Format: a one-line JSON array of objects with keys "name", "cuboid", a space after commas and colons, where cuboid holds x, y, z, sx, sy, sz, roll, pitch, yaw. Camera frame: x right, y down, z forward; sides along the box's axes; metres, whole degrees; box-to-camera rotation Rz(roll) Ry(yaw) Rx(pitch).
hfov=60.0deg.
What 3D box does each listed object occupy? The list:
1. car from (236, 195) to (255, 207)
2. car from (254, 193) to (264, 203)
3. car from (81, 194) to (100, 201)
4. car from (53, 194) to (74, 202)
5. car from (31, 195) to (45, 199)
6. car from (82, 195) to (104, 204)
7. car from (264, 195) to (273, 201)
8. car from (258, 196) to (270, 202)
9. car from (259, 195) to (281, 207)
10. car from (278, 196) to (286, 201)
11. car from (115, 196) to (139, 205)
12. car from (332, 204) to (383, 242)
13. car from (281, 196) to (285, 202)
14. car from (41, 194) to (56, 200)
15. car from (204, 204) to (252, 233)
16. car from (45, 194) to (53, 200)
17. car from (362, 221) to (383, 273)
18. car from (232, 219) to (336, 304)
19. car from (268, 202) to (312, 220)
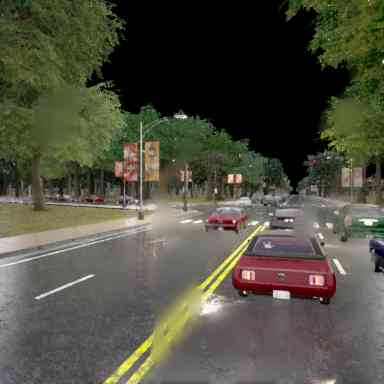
[{"name": "car", "cuboid": [7.467, 1.489, 47.348, 1.812, 1.442, 4.674, 0, 0, 18]}, {"name": "car", "cuboid": [12.889, 1.229, 64.368, 2.150, 2.045, 5.566, 0, 0, 18]}, {"name": "car", "cuboid": [-22.485, 1.295, 73.384, 4.674, 1.442, 1.812, 0, 0, 40]}, {"name": "car", "cuboid": [-25.817, 1.300, 67.683, 4.674, 1.442, 1.812, 0, 0, 40]}, {"name": "car", "cuboid": [-39.021, 1.254, 83.181, 4.181, 1.385, 1.994, 0, 0, 40]}, {"name": "car", "cuboid": [-18.101, 1.423, 61.053, 4.718, 1.301, 1.895, 0, 0, 41]}, {"name": "car", "cuboid": [20.300, 1.495, 87.913, 1.882, 1.535, 5.008, 0, 0, 17]}, {"name": "car", "cuboid": [16.425, 1.551, 75.551, 2.033, 1.411, 5.357, 0, 0, 17]}, {"name": "car", "cuboid": [11.906, 1.541, 50.580, 2.033, 1.411, 5.357, 0, 0, 17]}, {"name": "car", "cuboid": [23.766, 1.614, 88.106, 1.895, 1.301, 4.718, 0, 0, 17]}, {"name": "car", "cuboid": [-10.696, 1.362, 54.742, 4.902, 1.511, 2.128, 0, 0, 41]}, {"name": "car", "cuboid": [8.147, 1.353, 16.207, 2.097, 1.767, 4.553, 0, 0, 17]}, {"name": "car", "cuboid": [17.286, 1.535, 67.434, 1.812, 1.442, 4.674, 0, 0, 17]}, {"name": "car", "cuboid": [-36.914, 1.253, 85.656, 4.181, 1.385, 1.994, 0, 0, 40]}, {"name": "car", "cuboid": [2.108, 1.601, 19.374, 1.895, 1.301, 4.718, 0, 0, 17]}, {"name": "car", "cuboid": [-31.444, 1.260, 76.735, 4.674, 1.442, 1.812, 0, 0, 40]}, {"name": "car", "cuboid": [5.503, 1.601, 7.616, 1.895, 1.301, 4.718, 0, 0, 17]}, {"name": "car", "cuboid": [2.298, 1.601, 8.240, 1.895, 1.301, 4.718, 0, 0, 17]}, {"name": "car", "cuboid": [5.015, 1.505, 17.091, 1.837, 1.490, 4.892, 0, 0, 17]}]
